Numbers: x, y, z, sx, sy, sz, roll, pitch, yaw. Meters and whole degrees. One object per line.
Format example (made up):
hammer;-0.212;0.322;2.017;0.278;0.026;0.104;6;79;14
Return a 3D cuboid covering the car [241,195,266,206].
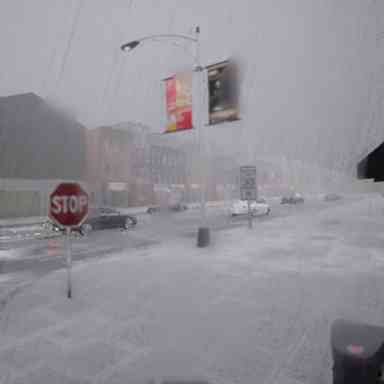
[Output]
car;9.408;1.237;50.472;1.837;1.490;4.892;-2;0;35

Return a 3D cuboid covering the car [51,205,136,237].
car;-5.156;1.486;18.125;1.837;1.490;4.892;-2;-1;35

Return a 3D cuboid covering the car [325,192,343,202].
car;21.852;0.705;51.097;2.128;1.511;4.902;-2;0;35

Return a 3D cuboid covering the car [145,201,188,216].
car;-2.526;1.636;33.563;1.895;1.301;4.718;-2;-1;35

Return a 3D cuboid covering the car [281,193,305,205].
car;13.821;0.852;45.282;2.097;1.767;4.553;-2;-1;35

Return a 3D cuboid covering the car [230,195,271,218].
car;4.687;1.232;26.530;1.812;1.442;4.674;-2;0;35
